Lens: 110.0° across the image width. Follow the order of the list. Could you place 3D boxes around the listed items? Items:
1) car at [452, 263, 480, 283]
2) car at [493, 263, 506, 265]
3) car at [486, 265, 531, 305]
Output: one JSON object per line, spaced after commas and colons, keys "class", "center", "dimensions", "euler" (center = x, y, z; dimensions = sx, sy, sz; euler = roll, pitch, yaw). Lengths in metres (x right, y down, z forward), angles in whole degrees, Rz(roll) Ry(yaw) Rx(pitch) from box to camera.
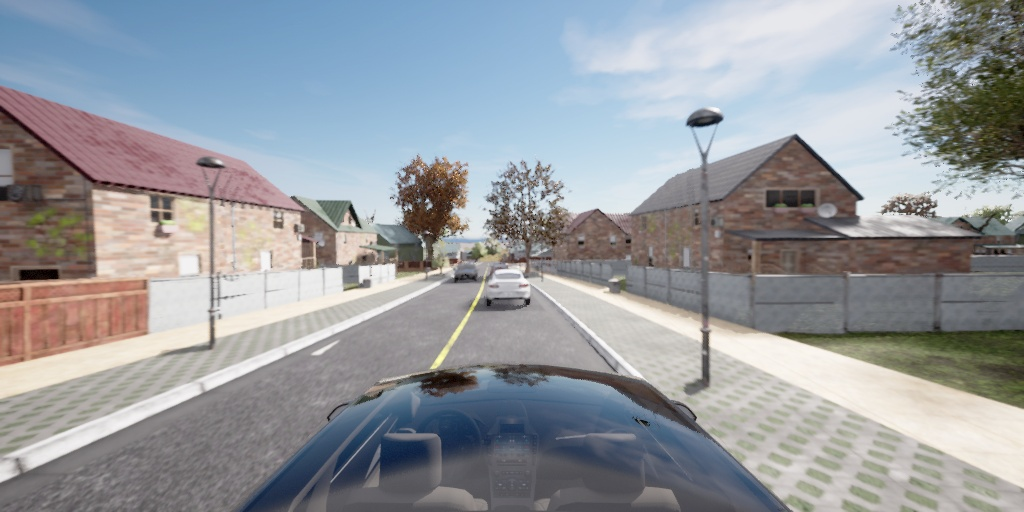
{"class": "car", "center": [-3.672, 1.351, 29.292], "dimensions": [1.837, 1.490, 4.892], "euler": [-1, 0, -3]}
{"class": "car", "center": [-1.265, 1.381, 36.530], "dimensions": [1.812, 1.442, 4.674], "euler": [-1, 0, -3]}
{"class": "car", "center": [-0.196, 1.297, 16.075], "dimensions": [1.812, 1.442, 4.674], "euler": [0, 0, -2]}
